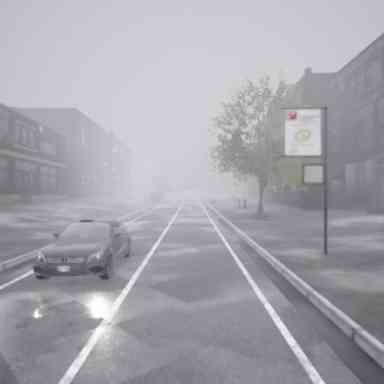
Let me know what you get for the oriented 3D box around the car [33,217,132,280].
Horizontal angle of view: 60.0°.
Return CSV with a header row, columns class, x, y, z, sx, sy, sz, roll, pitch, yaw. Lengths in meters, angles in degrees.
class,x,y,z,sx,sy,sz,roll,pitch,yaw
car,-3.004,1.530,10.106,1.812,1.442,4.674,0,0,0
